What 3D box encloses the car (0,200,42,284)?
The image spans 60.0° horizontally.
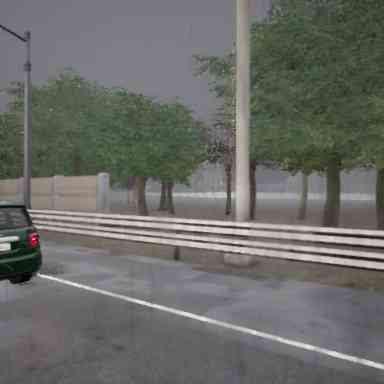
[{"bbox_3d":[-6.007,1.212,8.294,5.566,2.045,2.150,0,0,36],"label":"car"}]
